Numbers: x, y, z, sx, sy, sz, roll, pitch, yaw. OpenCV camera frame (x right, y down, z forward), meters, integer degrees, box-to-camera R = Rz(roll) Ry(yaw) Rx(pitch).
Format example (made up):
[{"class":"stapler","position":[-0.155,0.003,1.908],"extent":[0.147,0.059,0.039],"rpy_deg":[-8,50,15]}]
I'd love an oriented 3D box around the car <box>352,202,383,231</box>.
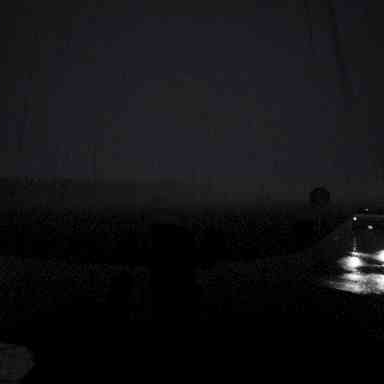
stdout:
[{"class":"car","position":[10.349,1.503,19.081],"extent":[1.895,1.301,4.718],"rpy_deg":[1,1,31]}]

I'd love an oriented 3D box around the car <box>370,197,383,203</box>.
[{"class":"car","position":[15.563,1.388,27.758],"extent":[1.812,1.442,4.674],"rpy_deg":[1,1,32]}]
